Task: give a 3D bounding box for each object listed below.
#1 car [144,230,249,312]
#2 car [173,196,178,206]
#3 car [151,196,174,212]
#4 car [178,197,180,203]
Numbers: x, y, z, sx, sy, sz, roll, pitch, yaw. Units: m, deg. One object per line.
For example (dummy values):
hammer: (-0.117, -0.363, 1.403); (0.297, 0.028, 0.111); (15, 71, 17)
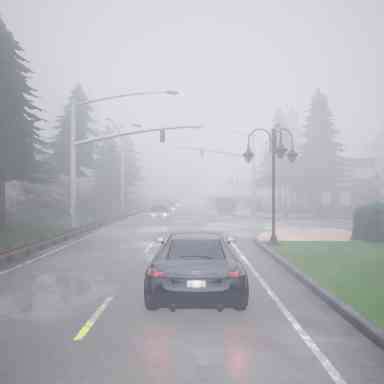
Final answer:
car: (0.086, 1.564, 7.782); (1.994, 1.385, 4.181); (0, 0, 0)
car: (-3.538, 1.478, 50.187); (1.882, 1.535, 5.008); (0, 1, 0)
car: (-3.556, 1.547, 38.493); (2.033, 1.411, 5.357); (0, 0, 0)
car: (-3.449, 1.505, 66.462); (1.837, 1.490, 4.892); (0, 0, 0)
